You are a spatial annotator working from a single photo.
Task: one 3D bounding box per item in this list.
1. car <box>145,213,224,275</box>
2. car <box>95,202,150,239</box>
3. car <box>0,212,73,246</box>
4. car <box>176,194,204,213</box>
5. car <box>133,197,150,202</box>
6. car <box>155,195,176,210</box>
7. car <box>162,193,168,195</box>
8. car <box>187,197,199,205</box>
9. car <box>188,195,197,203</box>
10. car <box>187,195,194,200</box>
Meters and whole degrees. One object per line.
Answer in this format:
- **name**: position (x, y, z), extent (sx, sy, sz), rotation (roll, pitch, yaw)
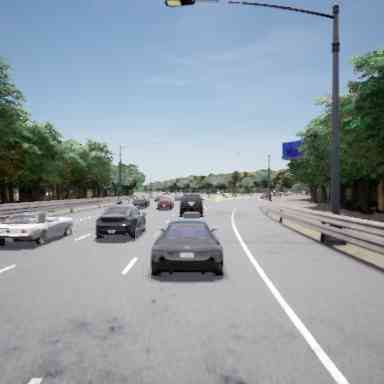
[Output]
- **car**: position (-0.129, 1.564, 10.424), extent (1.994, 1.385, 4.181), rotation (0, 0, 0)
- **car**: position (-3.552, 1.488, 17.179), extent (1.837, 1.490, 4.892), rotation (0, 0, 0)
- **car**: position (-7.111, 1.578, 15.236), extent (1.895, 1.301, 4.718), rotation (0, 0, 0)
- **car**: position (-0.033, 1.184, 31.571), extent (2.150, 2.045, 5.566), rotation (0, 0, 0)
- **car**: position (-6.824, 1.411, 45.322), extent (2.128, 1.511, 4.902), rotation (0, 0, 0)
- **car**: position (-3.346, 1.458, 42.694), extent (1.812, 1.442, 4.674), rotation (0, 0, 0)
- **car**: position (-6.909, 1.480, 71.370), extent (1.994, 1.385, 4.181), rotation (0, 0, -1)
- **car**: position (0.140, 1.494, 56.805), extent (1.994, 1.385, 4.181), rotation (0, 0, 0)
- **car**: position (0.064, 1.438, 71.238), extent (1.837, 1.490, 4.892), rotation (0, 0, -1)
- **car**: position (-0.464, 1.485, 91.060), extent (1.837, 1.490, 4.892), rotation (0, 0, -2)
